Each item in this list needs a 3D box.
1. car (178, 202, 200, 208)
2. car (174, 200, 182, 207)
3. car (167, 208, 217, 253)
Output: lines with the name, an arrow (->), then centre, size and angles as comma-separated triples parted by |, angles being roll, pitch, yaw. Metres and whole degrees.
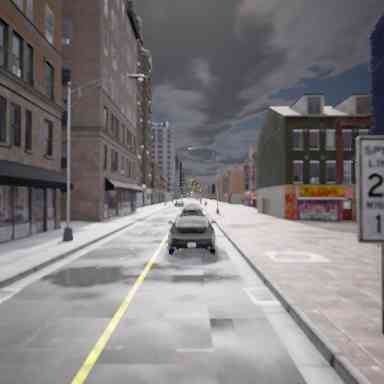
car -> 0.003, 1.834, 29.295 | 1.837, 1.490, 4.892 | 0, 0, 0
car -> -2.754, 2.468, 70.989 | 1.994, 1.385, 4.181 | 0, -1, 0
car -> 0.004, 1.657, 14.312 | 1.837, 1.490, 4.892 | 0, 0, 0
